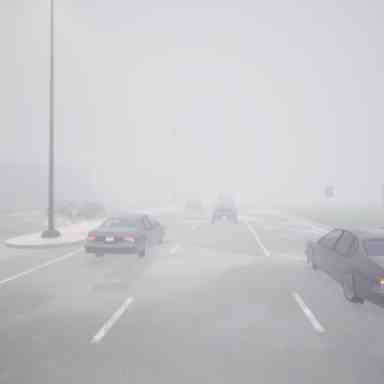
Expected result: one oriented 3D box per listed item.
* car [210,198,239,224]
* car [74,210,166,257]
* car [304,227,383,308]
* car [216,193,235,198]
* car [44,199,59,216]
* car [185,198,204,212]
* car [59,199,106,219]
[{"bbox_3d":[2.451,1.506,25.112,1.837,1.490,4.892,0,0,6],"label":"car"},{"bbox_3d":[-2.328,1.527,12.898,2.033,1.411,5.357,0,0,6],"label":"car"},{"bbox_3d":[4.232,1.567,8.087,2.033,1.411,5.357,0,0,5],"label":"car"},{"bbox_3d":[4.227,1.217,42.229,2.150,2.045,5.566,0,-1,6],"label":"car"},{"bbox_3d":[-12.113,1.408,31.651,2.128,1.511,4.902,0,0,6],"label":"car"},{"bbox_3d":[0.339,1.472,38.696,2.128,1.511,4.902,0,0,6],"label":"car"},{"bbox_3d":[-8.947,1.427,28.434,2.128,1.511,4.902,0,0,6],"label":"car"}]
